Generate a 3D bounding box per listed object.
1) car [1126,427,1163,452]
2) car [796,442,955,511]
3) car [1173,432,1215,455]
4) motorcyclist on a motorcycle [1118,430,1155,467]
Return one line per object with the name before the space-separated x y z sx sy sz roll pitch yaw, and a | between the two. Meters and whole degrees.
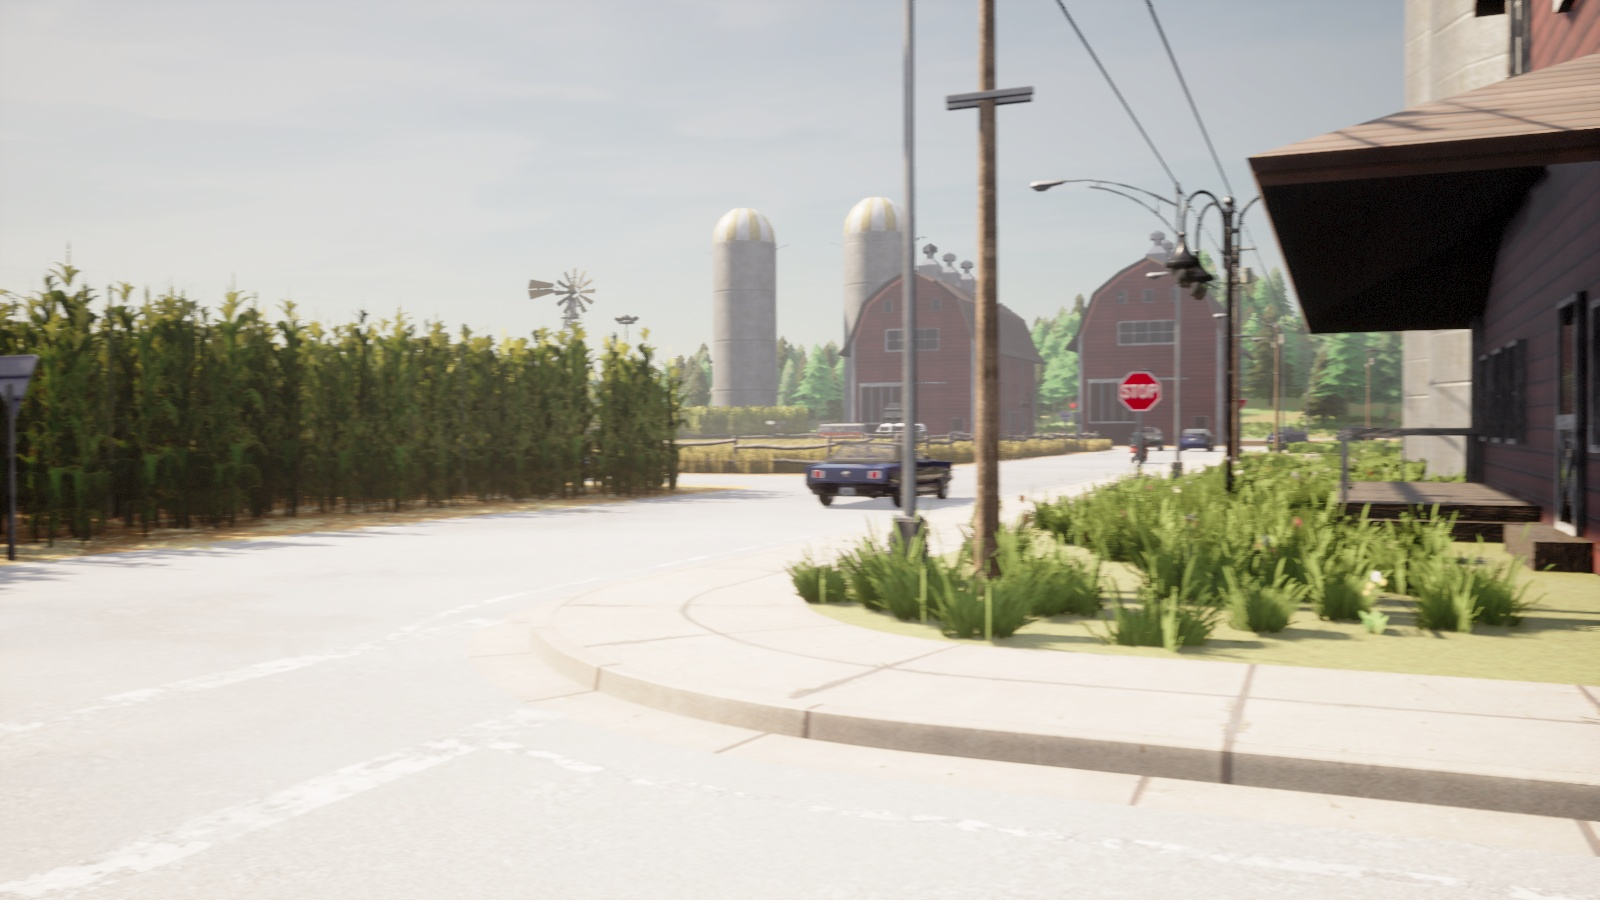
car | 23.508 -0.732 85.567 2.152 1.651 5.027 1 1 19
car | 1.743 0.504 26.984 1.895 1.301 4.718 1 1 24
car | 25.889 -0.450 82.388 2.163 1.488 4.792 1 1 23
motorcyclist on a motorcycle | 14.938 -0.083 55.718 0.866 1.590 1.817 3 2 38
